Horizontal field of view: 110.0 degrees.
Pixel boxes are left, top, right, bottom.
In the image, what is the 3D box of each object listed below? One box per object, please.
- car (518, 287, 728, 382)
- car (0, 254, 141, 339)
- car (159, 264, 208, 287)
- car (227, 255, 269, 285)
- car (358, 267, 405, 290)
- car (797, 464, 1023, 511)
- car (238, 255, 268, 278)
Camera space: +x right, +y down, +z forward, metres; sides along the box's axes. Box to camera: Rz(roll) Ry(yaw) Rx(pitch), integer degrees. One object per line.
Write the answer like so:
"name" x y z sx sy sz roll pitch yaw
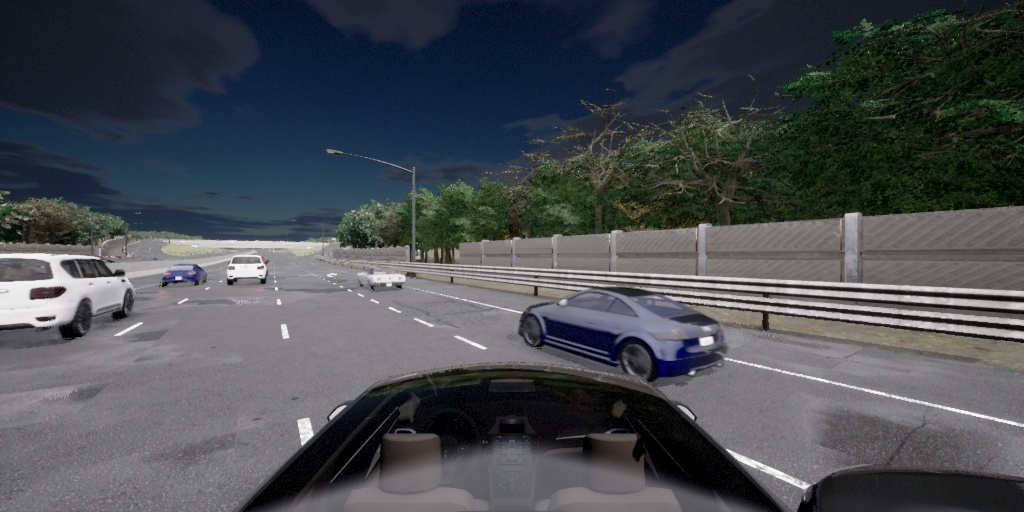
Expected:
"car" 1.937 1.313 7.293 1.994 1.385 4.181 0 0 -34
"car" -12.210 0.968 9.458 2.150 2.045 5.566 0 0 -34
"car" -22.466 1.260 24.688 1.812 1.442 4.674 0 0 -34
"car" -19.274 0.957 26.216 2.150 2.045 5.566 0 0 -34
"car" -8.295 1.345 22.429 1.895 1.301 4.718 0 0 -34
"car" 2.985 1.315 0.468 4.181 1.385 1.994 0 0 34
"car" -25.264 0.946 35.168 2.150 2.045 5.566 0 0 -34
